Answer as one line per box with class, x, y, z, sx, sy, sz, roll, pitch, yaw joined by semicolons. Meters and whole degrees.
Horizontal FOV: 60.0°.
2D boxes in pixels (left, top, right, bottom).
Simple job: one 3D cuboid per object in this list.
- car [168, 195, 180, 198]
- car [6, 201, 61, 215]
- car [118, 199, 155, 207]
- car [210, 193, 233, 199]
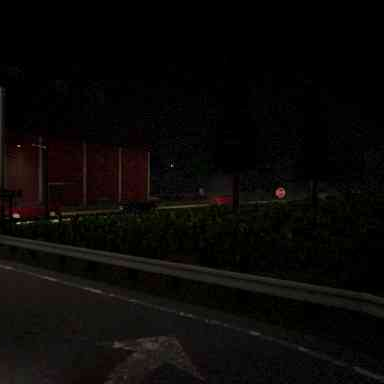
car;-4.716;1.524;85.605;1.816;1.474;4.193;0;0;36
car;-13.434;1.500;27.631;1.882;1.535;5.008;0;0;36
car;-6.156;1.515;37.513;2.128;1.511;4.902;0;0;36
car;4.916;1.246;52.470;2.150;2.045;5.566;0;0;37
